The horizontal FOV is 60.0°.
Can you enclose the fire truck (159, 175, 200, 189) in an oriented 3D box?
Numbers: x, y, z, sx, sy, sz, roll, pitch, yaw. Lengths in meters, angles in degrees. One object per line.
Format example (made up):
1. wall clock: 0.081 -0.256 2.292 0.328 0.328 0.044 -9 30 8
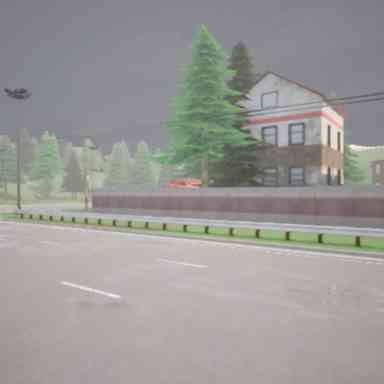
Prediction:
1. fire truck: -2.376 -1.108 65.026 2.891 3.827 8.468 6 -1 44
